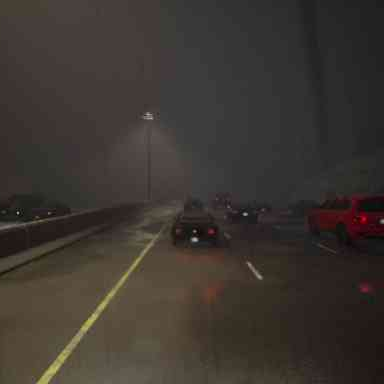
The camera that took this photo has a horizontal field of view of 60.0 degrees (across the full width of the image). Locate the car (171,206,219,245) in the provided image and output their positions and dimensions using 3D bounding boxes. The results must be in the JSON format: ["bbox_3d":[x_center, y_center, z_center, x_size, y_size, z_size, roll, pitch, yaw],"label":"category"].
[{"bbox_3d":[0.112,1.549,15.155,1.895,1.301,4.718,0,0,0],"label":"car"}]

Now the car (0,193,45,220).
[{"bbox_3d":[-13.985,1.129,27.527,2.150,2.045,5.566,0,0,0],"label":"car"}]

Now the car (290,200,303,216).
[{"bbox_3d":[10.626,1.423,31.073,1.812,1.442,4.674,0,0,0],"label":"car"}]

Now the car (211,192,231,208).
[{"bbox_3d":[3.634,1.078,41.868,2.150,2.045,5.566,0,0,0],"label":"car"}]

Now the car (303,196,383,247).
[{"bbox_3d":[7.112,1.172,14.982,2.150,2.045,5.566,0,0,0],"label":"car"}]

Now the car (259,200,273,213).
[{"bbox_3d":[7.130,1.483,35.360,1.895,1.301,4.718,0,0,0],"label":"car"}]

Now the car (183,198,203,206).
[{"bbox_3d":[0.130,1.361,34.510,1.882,1.535,5.008,0,0,0],"label":"car"}]

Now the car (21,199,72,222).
[{"bbox_3d":[-10.517,1.438,24.950,1.812,1.442,4.674,0,0,1],"label":"car"}]

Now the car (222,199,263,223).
[{"bbox_3d":[3.622,1.482,24.615,1.994,1.385,4.181,0,0,0],"label":"car"}]
